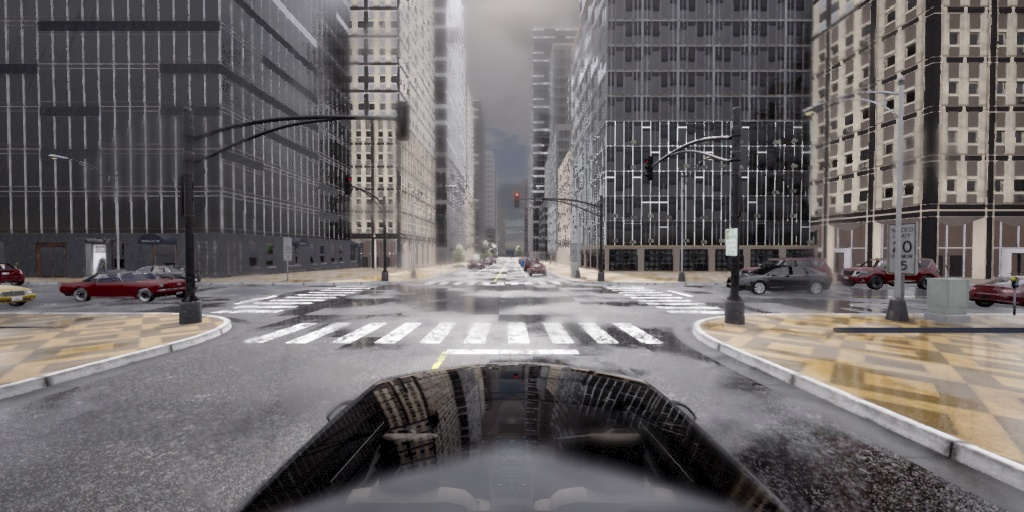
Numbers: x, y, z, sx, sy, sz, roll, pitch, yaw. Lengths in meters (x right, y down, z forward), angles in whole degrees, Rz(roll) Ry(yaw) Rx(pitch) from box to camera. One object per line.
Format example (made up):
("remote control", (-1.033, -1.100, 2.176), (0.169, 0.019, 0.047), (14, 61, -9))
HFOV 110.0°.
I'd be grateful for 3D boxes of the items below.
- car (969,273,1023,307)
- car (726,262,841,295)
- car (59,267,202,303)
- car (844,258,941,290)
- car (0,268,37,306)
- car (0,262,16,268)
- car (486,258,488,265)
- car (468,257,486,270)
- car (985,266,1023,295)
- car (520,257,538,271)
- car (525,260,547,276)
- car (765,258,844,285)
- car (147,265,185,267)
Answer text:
("car", (20.188, 1.417, 13.725), (4.207, 1.307, 1.802), (0, 0, 0))
("car", (14.184, 1.250, 19.236), (4.892, 1.490, 1.837), (0, 1, 1))
("car", (-17.178, 1.344, 16.247), (4.718, 1.301, 1.895), (0, 1, 3))
("car", (22.905, 1.032, 21.868), (5.009, 1.841, 2.192), (0, 0, 0))
("car", (-21.253, 1.301, 13.656), (4.829, 1.417, 1.751), (0, 0, 0))
("car", (-32.553, 1.077, 21.705), (4.097, 1.591, 1.967), (0, 0, 0))
("car", (-5.281, 1.306, 58.079), (1.802, 1.307, 4.207), (0, 0, 0))
("car", (-5.284, 1.168, 52.554), (1.967, 1.591, 4.097), (0, 0, 0))
("car", (29.464, 1.312, 19.273), (5.357, 1.411, 2.033), (0, 1, 0))
("car", (2.581, 1.046, 47.050), (2.192, 1.841, 5.009), (0, 0, 0))
("car", (2.553, 1.319, 36.000), (1.802, 1.307, 4.207), (0, 0, 0))
("car", (16.574, 1.024, 21.858), (5.009, 1.841, 2.192), (0, 0, 0))
("car", (-21.437, 1.204, 21.795), (4.403, 1.370, 2.007), (0, 0, 0))
